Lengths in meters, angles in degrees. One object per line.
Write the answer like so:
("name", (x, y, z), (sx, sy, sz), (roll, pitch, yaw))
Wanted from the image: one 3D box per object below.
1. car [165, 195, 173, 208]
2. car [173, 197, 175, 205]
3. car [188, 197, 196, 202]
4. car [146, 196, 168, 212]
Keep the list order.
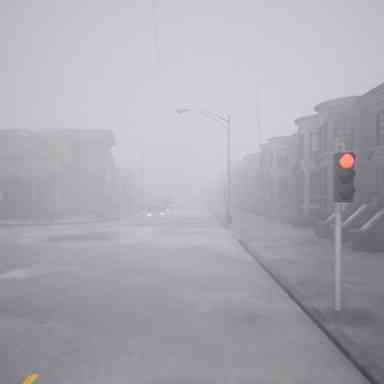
("car", (-4.146, 1.505, 48.599), (1.837, 1.490, 4.892), (0, 0, 0))
("car", (-4.127, 1.352, 58.392), (2.097, 1.767, 4.553), (0, 0, 0))
("car", (-0.064, 1.754, 74.067), (2.033, 1.411, 5.357), (0, 0, 0))
("car", (-4.147, 1.526, 39.413), (1.812, 1.442, 4.674), (0, 0, -1))
